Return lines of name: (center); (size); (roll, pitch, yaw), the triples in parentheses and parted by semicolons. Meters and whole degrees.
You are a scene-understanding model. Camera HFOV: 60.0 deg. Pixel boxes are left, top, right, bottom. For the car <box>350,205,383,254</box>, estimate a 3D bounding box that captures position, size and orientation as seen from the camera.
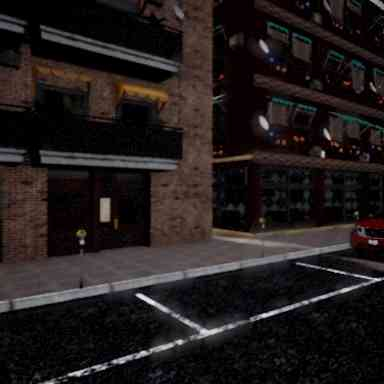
car: (7.893, 1.304, 12.184); (5.009, 1.841, 2.192); (0, 0, -35)
